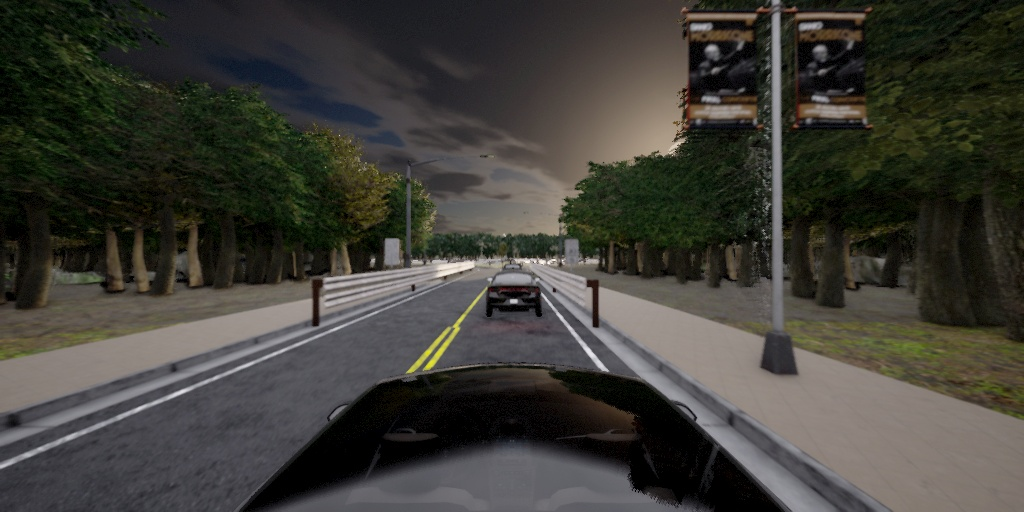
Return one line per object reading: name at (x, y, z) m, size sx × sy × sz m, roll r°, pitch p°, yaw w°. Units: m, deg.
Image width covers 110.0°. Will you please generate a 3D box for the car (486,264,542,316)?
car at (0.067, 1.264, 13.705) m, size 1.882 × 1.535 × 5.008 m, roll 0°, pitch 0°, yaw 0°
